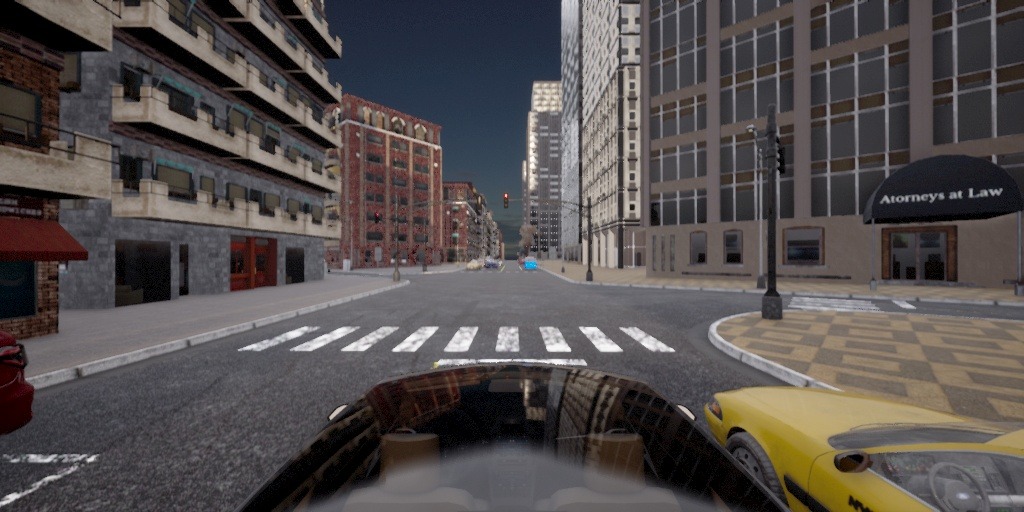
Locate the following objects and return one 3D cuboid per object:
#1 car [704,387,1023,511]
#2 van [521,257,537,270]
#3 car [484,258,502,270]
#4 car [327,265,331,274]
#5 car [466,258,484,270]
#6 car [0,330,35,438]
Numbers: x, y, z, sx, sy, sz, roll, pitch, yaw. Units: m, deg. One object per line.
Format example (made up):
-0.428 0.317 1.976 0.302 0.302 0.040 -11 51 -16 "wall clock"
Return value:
2.566 1.276 1.288 1.751 1.417 4.829 0 0 0 "car"
2.545 1.039 50.111 1.690 1.789 3.998 0 0 0 "van"
-2.854 1.299 51.728 1.895 1.301 4.718 0 0 0 "car"
-23.314 1.384 42.617 4.892 1.490 1.837 -1 -1 41 "car"
-5.335 1.224 49.938 1.751 1.417 4.829 0 0 0 "car"
-5.314 1.066 1.108 2.192 1.841 5.009 0 0 0 "car"
